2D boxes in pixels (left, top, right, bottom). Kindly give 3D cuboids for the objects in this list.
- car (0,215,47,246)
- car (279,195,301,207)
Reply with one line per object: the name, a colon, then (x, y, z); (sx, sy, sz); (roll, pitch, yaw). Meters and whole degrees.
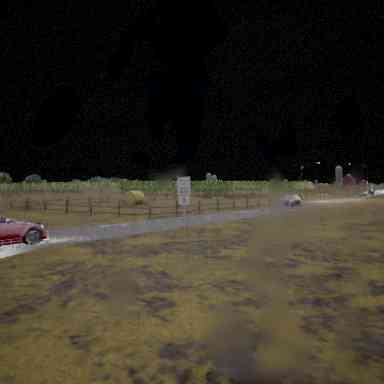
car: (-7.860, 1.500, 12.778); (1.994, 1.385, 4.181); (-2, -1, 35)
car: (14.598, 1.211, 49.390); (2.097, 1.767, 4.553); (-2, 0, 35)
